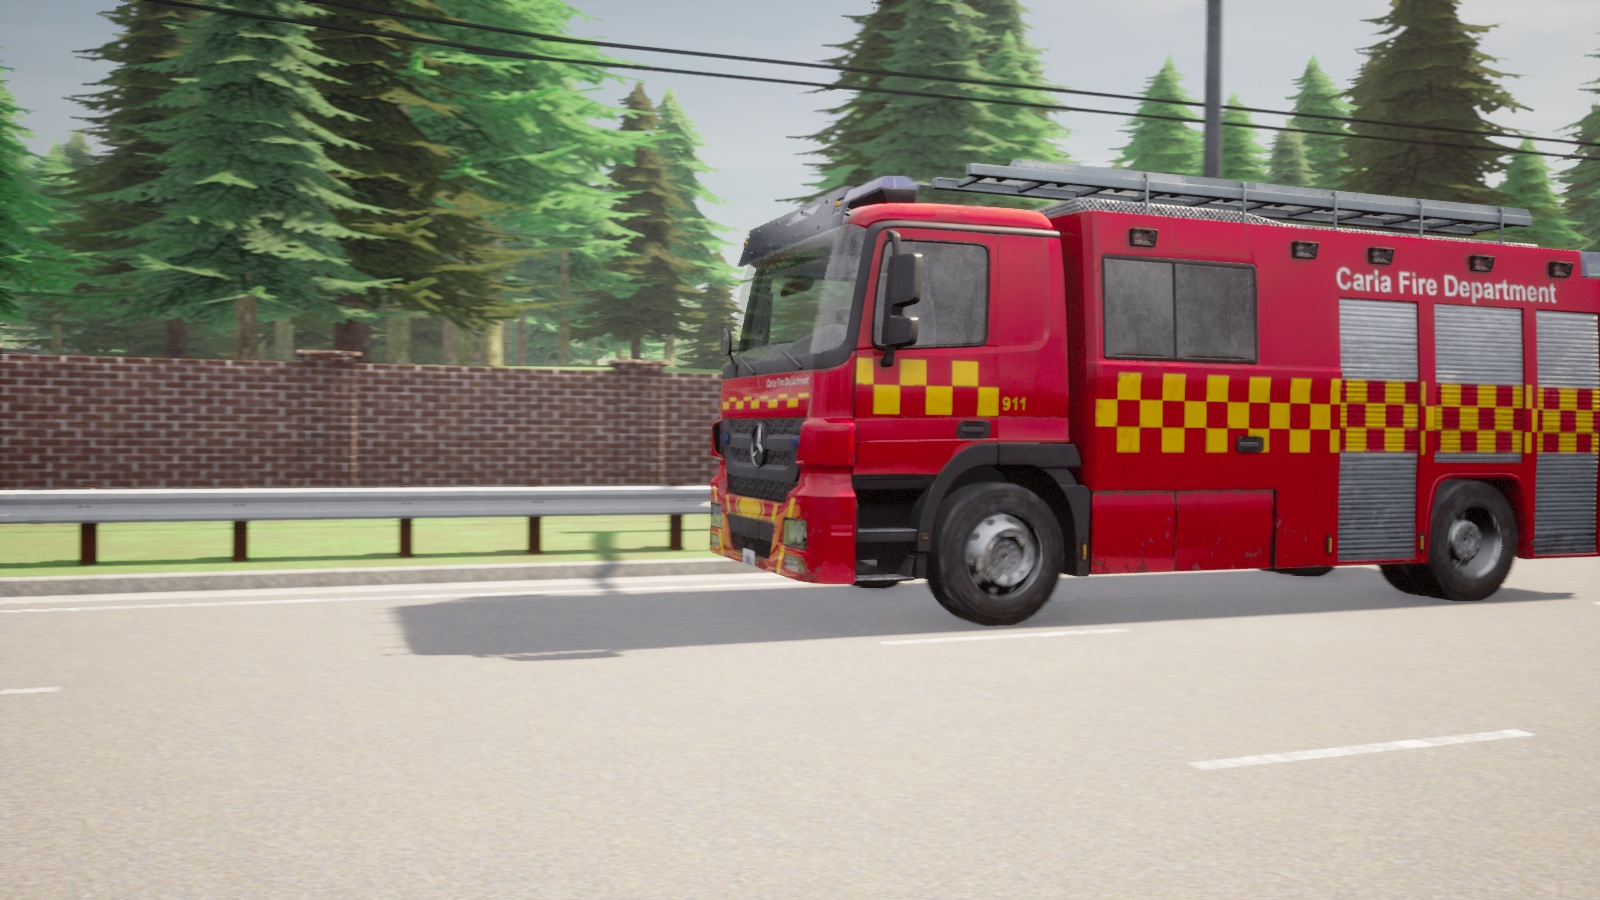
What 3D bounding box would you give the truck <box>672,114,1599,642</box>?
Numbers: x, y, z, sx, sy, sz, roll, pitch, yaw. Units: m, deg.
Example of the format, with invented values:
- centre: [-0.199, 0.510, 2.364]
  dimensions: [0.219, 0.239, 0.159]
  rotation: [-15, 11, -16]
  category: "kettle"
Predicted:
- centre: [3.288, -0.597, 11.960]
  dimensions: [8.468, 3.827, 2.891]
  rotation: [-1, 1, -21]
  category: "truck"
